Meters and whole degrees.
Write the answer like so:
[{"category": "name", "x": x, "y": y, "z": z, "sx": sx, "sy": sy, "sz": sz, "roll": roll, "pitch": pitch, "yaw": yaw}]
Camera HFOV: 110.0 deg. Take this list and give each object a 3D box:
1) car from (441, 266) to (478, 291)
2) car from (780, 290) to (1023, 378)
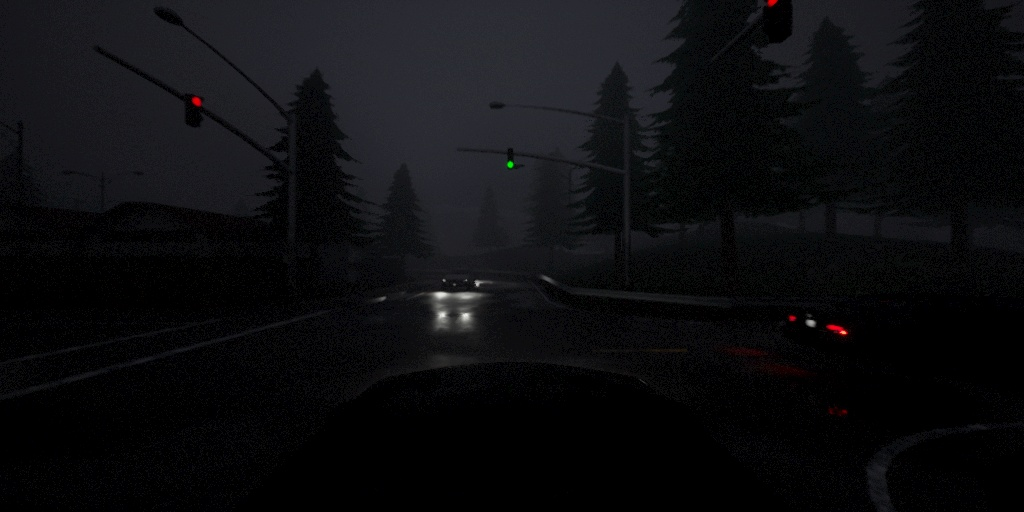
[{"category": "car", "x": -3.609, "y": 1.524, "z": 24.673, "sx": 1.812, "sy": 1.442, "sz": 4.674, "roll": 0, "pitch": -1, "yaw": -1}, {"category": "car", "x": 8.370, "y": 1.371, "z": 6.739, "sx": 5.357, "sy": 1.411, "sz": 2.033, "roll": 0, "pitch": -1, "yaw": 8}]
